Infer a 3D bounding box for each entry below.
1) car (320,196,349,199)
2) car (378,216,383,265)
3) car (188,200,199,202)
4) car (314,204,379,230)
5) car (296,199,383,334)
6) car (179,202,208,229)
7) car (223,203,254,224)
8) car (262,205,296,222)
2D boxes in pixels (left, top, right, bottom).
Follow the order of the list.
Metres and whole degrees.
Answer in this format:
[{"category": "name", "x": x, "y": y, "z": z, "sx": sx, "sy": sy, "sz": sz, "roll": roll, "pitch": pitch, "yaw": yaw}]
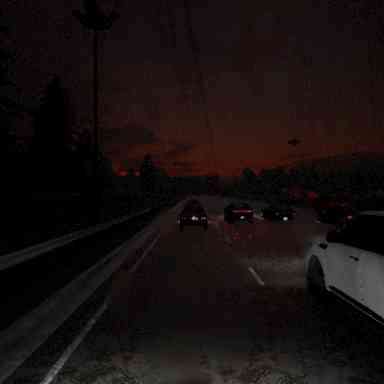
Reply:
[{"category": "car", "x": 14.112, "y": 1.382, "z": 33.721, "sx": 2.150, "sy": 2.045, "sz": 5.566, "roll": 0, "pitch": 0, "yaw": 0}, {"category": "car", "x": 7.103, "y": 1.532, "z": 8.319, "sx": 2.128, "sy": 1.511, "sz": 4.902, "roll": 0, "pitch": 0, "yaw": 0}, {"category": "car", "x": 0.114, "y": 1.779, "z": 45.497, "sx": 1.994, "sy": 1.385, "sz": 4.181, "roll": 0, "pitch": 0, "yaw": 0}, {"category": "car", "x": 10.608, "y": 1.658, "z": 23.403, "sx": 2.033, "sy": 1.411, "sz": 5.357, "roll": 0, "pitch": 0, "yaw": 0}, {"category": "car", "x": 3.603, "y": 1.248, "z": 5.132, "sx": 2.150, "sy": 2.045, "sz": 5.566, "roll": 0, "pitch": 0, "yaw": 0}, {"category": "car", "x": 0.107, "y": 1.655, "z": 22.602, "sx": 2.033, "sy": 1.411, "sz": 5.357, "roll": 0, "pitch": 0, "yaw": 0}, {"category": "car", "x": 3.609, "y": 1.617, "z": 26.259, "sx": 2.128, "sy": 1.511, "sz": 4.902, "roll": 0, "pitch": 0, "yaw": 0}, {"category": "car", "x": 7.109, "y": 1.731, "z": 27.493, "sx": 1.895, "sy": 1.301, "sz": 4.718, "roll": 0, "pitch": 0, "yaw": 0}]
